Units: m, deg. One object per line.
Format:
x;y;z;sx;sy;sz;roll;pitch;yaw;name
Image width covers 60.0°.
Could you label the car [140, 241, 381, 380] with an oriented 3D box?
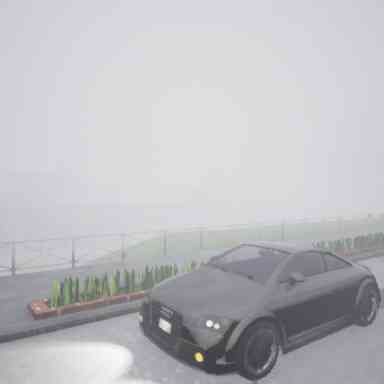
1.271;1.564;5.507;4.181;1.385;1.994;0;0;-35;car
